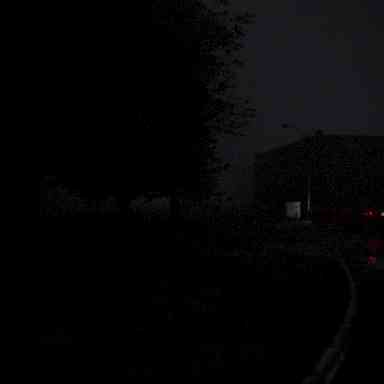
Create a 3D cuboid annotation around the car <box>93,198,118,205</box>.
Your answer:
[{"bbox_3d":[-18.428,2.026,71.021,4.674,1.452,2.002,0,0,0],"label":"car"}]

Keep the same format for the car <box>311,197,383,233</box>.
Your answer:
[{"bbox_3d":[9.825,1.362,20.841,2.150,2.045,5.566,0,-1,-14],"label":"car"}]

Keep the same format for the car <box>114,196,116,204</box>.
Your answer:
[{"bbox_3d":[-18.445,1.988,68.265,5.008,1.535,2.097,0,0,0],"label":"car"}]

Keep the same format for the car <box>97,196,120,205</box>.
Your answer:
[{"bbox_3d":[-18.391,1.857,73.778,4.553,1.767,2.185,0,0,0],"label":"car"}]

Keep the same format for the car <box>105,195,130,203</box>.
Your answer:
[{"bbox_3d":[-18.424,1.709,82.054,5.566,2.045,2.435,0,0,0],"label":"car"}]

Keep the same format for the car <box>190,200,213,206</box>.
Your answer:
[{"bbox_3d":[1.667,1.957,63.596,4.792,1.488,2.163,0,0,0],"label":"car"}]

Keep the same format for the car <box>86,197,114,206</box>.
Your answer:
[{"bbox_3d":[-18.418,1.860,65.502,4.553,1.767,2.185,0,0,0],"label":"car"}]
